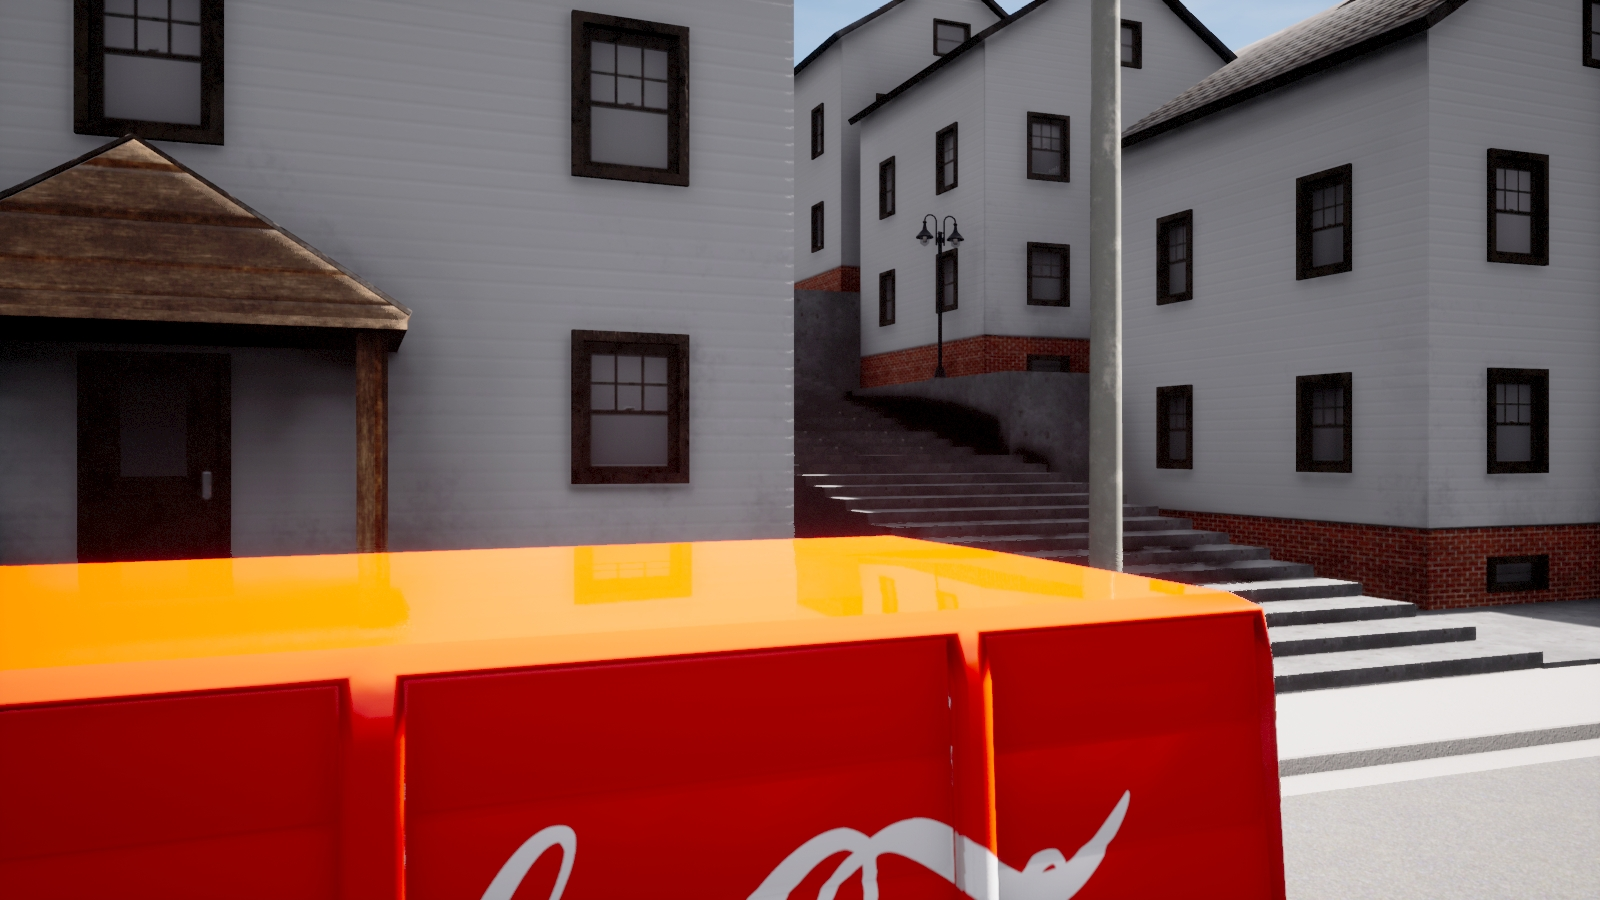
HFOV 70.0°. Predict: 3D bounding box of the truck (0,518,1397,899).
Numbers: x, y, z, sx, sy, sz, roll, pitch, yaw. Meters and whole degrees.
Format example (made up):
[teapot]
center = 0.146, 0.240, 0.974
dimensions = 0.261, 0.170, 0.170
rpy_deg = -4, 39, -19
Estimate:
[truck]
center = -1.659, 1.556, 2.694
dimensions = 5.204, 2.467, 2.627
rpy_deg = -1, 0, -20
